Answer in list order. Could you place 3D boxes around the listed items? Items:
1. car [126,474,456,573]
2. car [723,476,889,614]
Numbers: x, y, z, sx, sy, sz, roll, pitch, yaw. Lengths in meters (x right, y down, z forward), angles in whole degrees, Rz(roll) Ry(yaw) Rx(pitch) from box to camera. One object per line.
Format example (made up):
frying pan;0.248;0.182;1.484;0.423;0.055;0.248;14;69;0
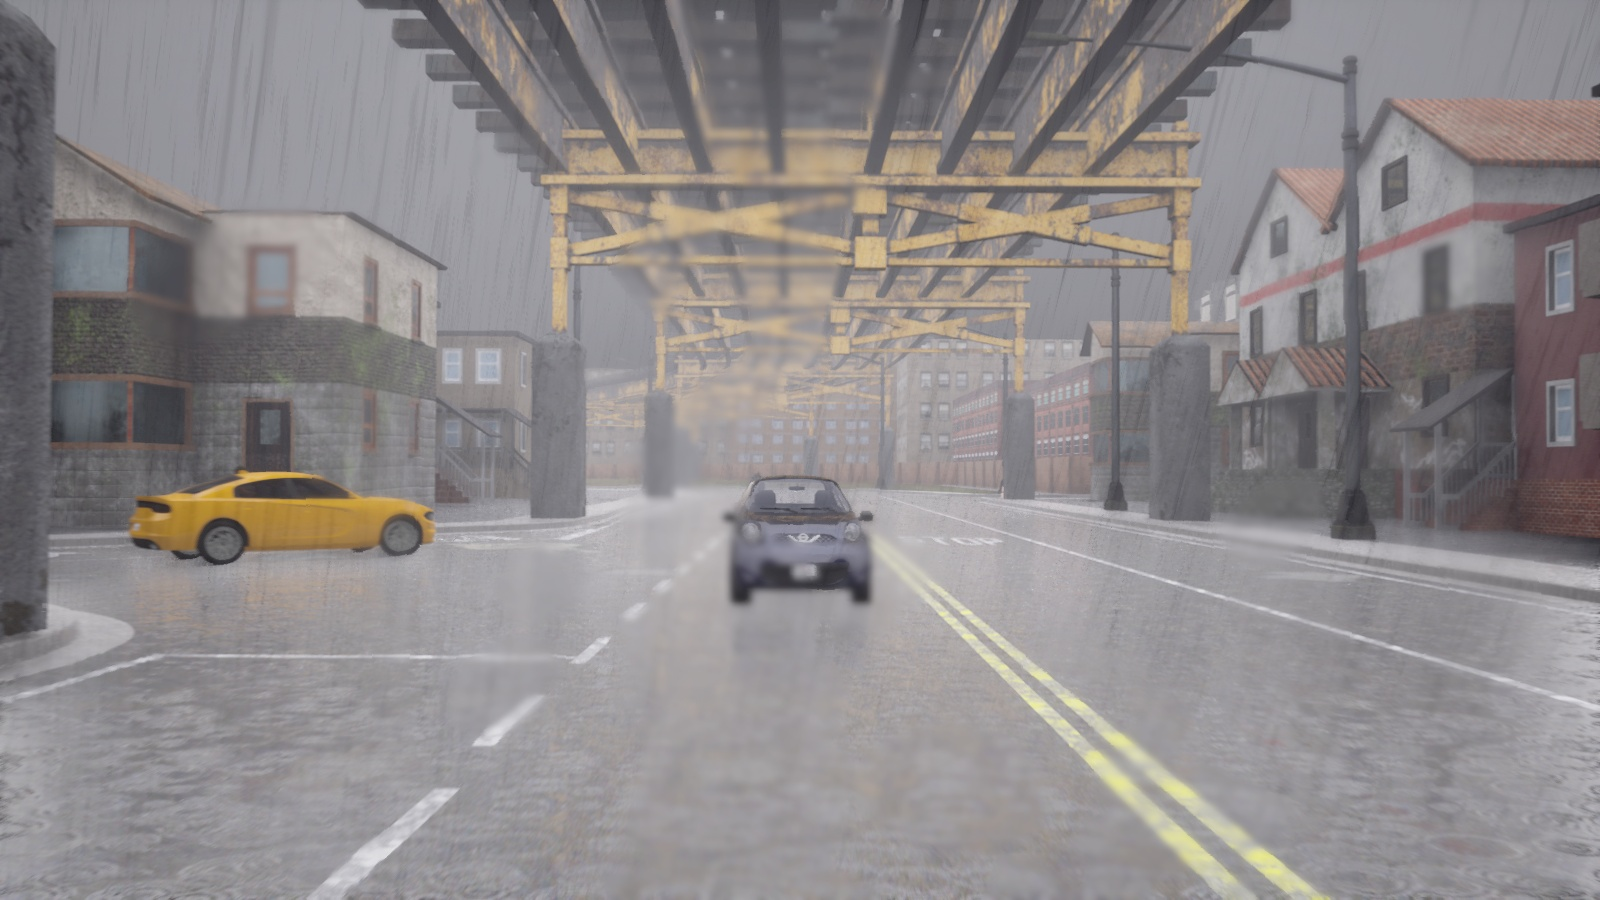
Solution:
car;-8.788;1.196;22.003;5.008;1.535;1.882;1;-1;-42
car;-0.041;1.093;15.762;1.845;1.501;3.633;0;-1;-4
